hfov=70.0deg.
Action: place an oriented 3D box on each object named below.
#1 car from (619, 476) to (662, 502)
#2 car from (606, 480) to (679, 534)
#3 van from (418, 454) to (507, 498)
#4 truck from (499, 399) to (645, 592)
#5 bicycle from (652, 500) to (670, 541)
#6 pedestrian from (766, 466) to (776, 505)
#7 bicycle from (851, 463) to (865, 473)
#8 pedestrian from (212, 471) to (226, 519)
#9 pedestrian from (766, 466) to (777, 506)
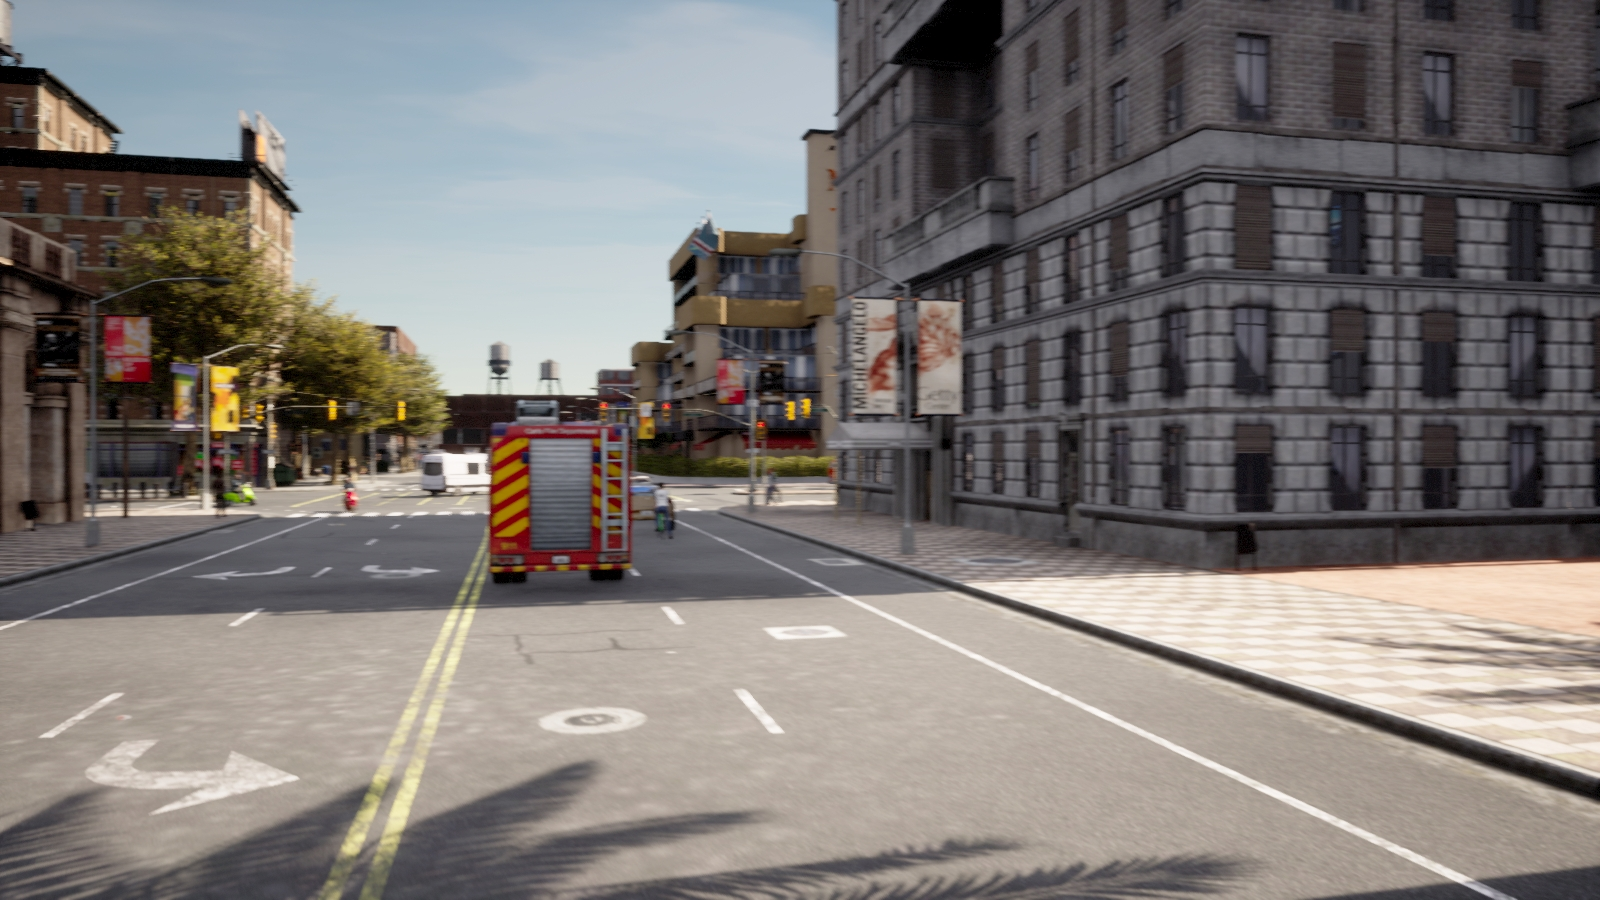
[{"bbox_3d":[-8.834,2.134,63.178,2.207,1.376,1.481,0,0,-14],"label":"car"},{"bbox_3d":[-5.769,2.001,41.313,2.152,1.651,5.027,0,0,-13],"label":"car"},{"bbox_3d":[-20.938,1.567,71.262,1.988,2.561,5.915,1,0,23],"label":"van"},{"bbox_3d":[-5.565,0.900,27.169,2.891,3.827,8.468,0,0,-14],"label":"truck"},{"bbox_3d":[-4.393,2.213,36.076,0.373,1.196,1.643,0,0,-14],"label":"bicycle"},{"bbox_3d":[-1.398,1.698,55.119,0.375,1.860,0.375,0,0,-28],"label":"pedestrian"},{"bbox_3d":[7.107,2.193,139.245,1.643,1.196,0.373,0,0,-14],"label":"bicycle"},{"bbox_3d":[-22.419,1.732,44.118,0.375,1.860,0.375,0,0,-9],"label":"pedestrian"},{"bbox_3d":[-1.351,1.698,54.019,0.375,1.860,0.375,0,0,-40],"label":"pedestrian"}]
